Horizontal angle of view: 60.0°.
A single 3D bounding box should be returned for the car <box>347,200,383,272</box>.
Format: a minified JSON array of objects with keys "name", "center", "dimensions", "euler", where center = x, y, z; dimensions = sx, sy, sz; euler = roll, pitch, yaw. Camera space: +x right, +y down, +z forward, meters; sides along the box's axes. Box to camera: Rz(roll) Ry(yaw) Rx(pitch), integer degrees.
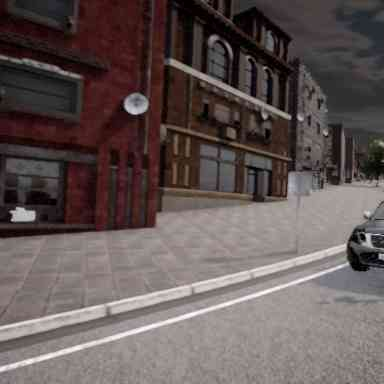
[{"name":"car","center":[6.612,1.158,9.775],"dimensions":[5.566,2.045,2.150],"euler":[-1,1,-43]}]
